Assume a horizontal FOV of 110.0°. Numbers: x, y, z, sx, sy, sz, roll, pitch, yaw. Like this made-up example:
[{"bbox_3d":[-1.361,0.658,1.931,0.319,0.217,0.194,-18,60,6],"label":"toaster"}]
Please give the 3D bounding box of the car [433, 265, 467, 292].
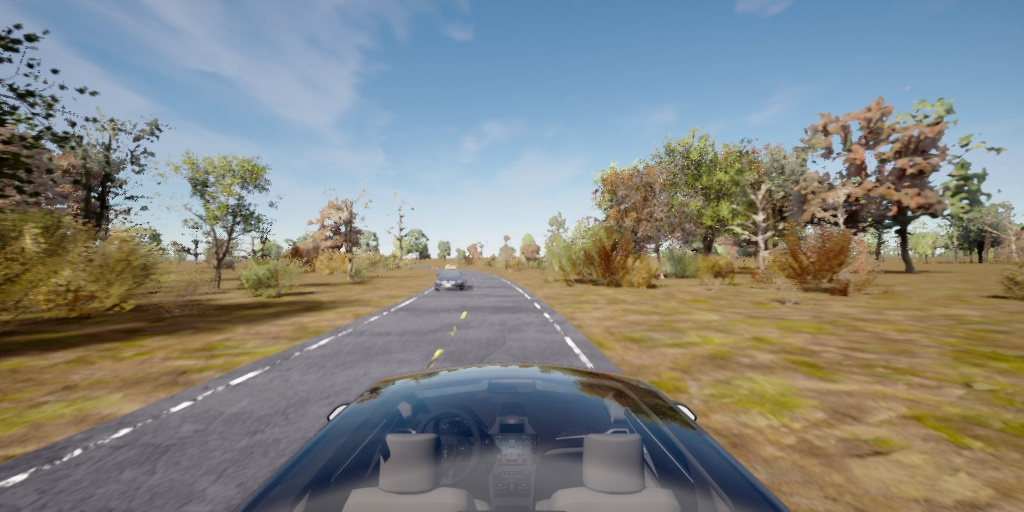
[{"bbox_3d":[-4.176,1.586,24.574,1.812,1.442,4.674,0,-1,-5],"label":"car"}]
